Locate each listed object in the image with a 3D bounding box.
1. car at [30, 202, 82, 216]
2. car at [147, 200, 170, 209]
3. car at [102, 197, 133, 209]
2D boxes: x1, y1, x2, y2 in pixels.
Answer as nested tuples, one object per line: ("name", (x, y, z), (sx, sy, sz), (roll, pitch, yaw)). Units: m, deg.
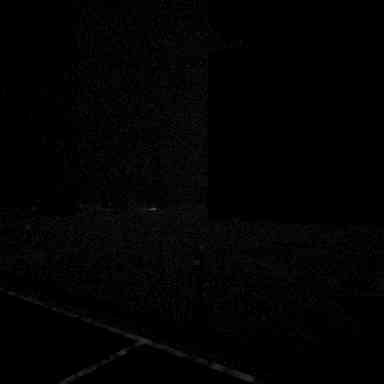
("car", (-14.838, 1.847, 36.627), (2.033, 1.411, 5.357), (0, -1, 36))
("car", (-6.007, 2.231, 60.126), (1.882, 1.535, 5.008), (0, -1, 36))
("car", (-12.595, 1.845, 56.581), (2.150, 2.045, 5.566), (0, -1, 36))
